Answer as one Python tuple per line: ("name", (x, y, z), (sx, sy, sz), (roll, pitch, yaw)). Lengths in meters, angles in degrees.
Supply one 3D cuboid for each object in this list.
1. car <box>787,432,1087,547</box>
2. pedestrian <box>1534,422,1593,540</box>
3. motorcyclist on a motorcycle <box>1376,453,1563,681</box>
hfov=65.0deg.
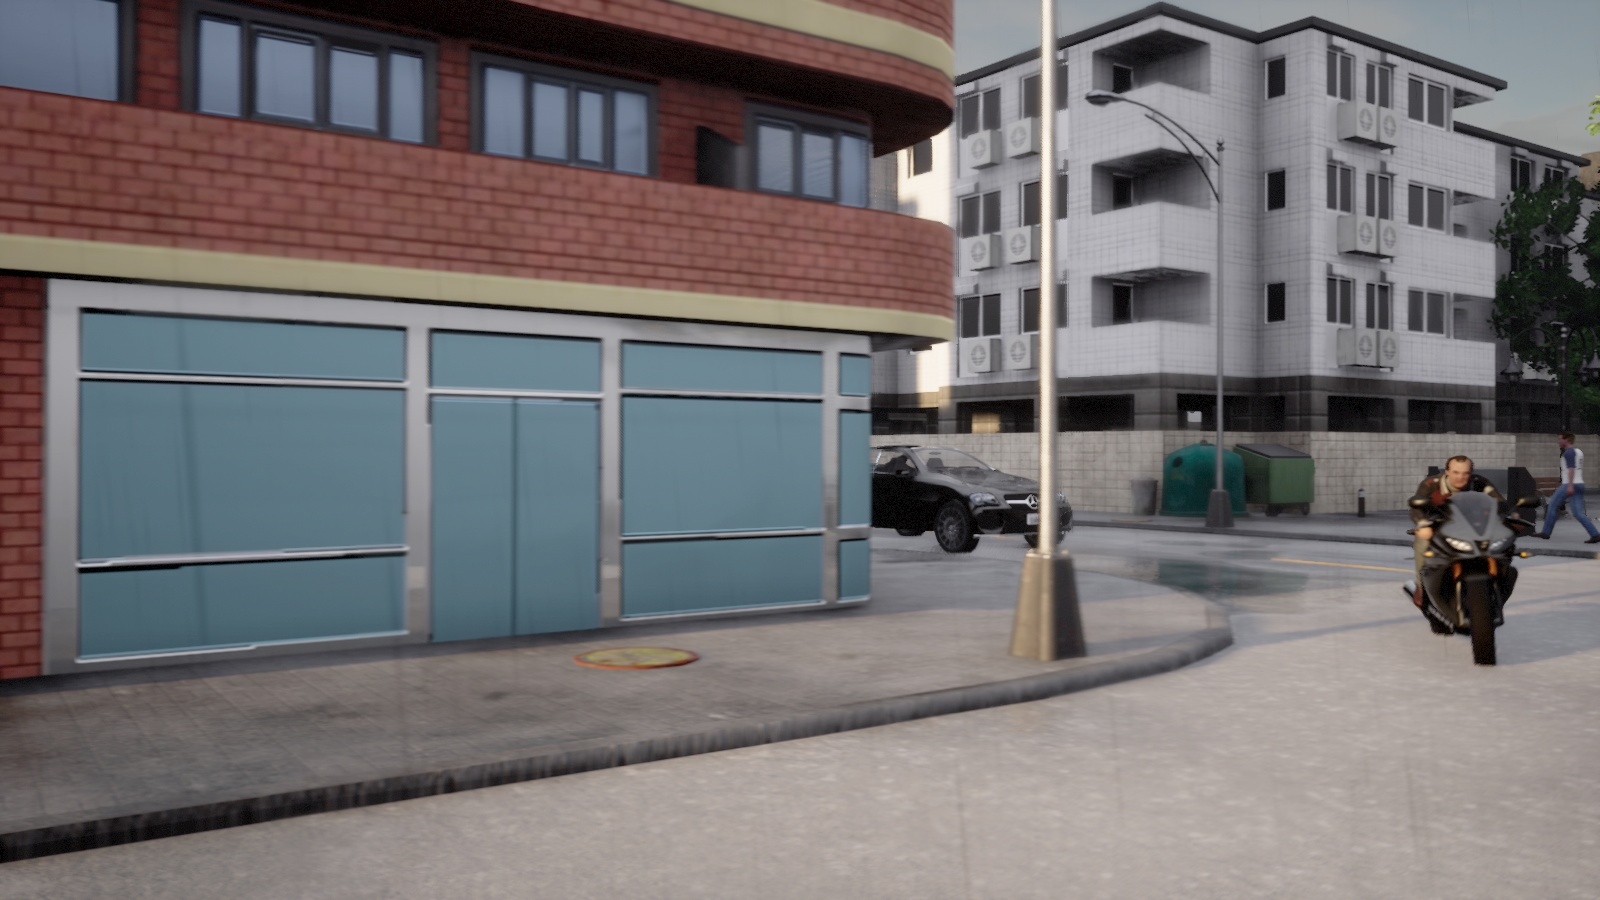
("car", (2.082, 0.573, 20.667), (2.152, 1.651, 5.027), (0, 0, -35))
("pedestrian", (12.053, 0.480, 19.828), (0.354, 1.836, 0.706), (0, 0, -35))
("motorcyclist on a motorcycle", (5.028, 0.795, 9.595), (0.866, 1.530, 2.191), (-1, -1, 18))
